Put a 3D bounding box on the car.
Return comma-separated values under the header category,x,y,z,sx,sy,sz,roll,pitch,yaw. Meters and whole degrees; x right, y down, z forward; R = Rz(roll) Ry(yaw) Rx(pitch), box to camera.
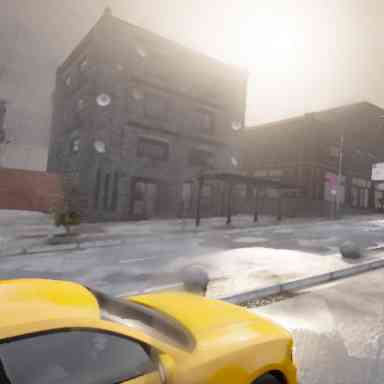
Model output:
category,x,y,z,sx,sy,sz,roll,pitch,yaw
car,-1.260,1.479,2.546,5.008,1.535,1.882,0,0,-35
